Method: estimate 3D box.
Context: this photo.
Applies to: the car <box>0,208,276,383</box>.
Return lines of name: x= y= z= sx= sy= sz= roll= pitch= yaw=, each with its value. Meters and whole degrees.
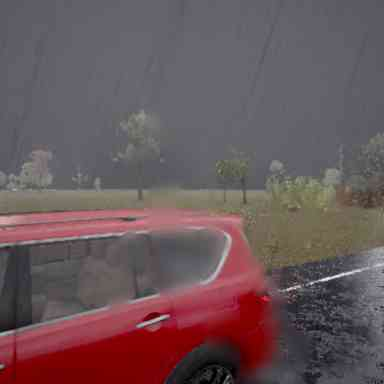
car: x=-1.721 y=1.221 z=2.763 sx=5.566 sy=2.045 sz=2.150 roll=0 pitch=0 yaw=-35
